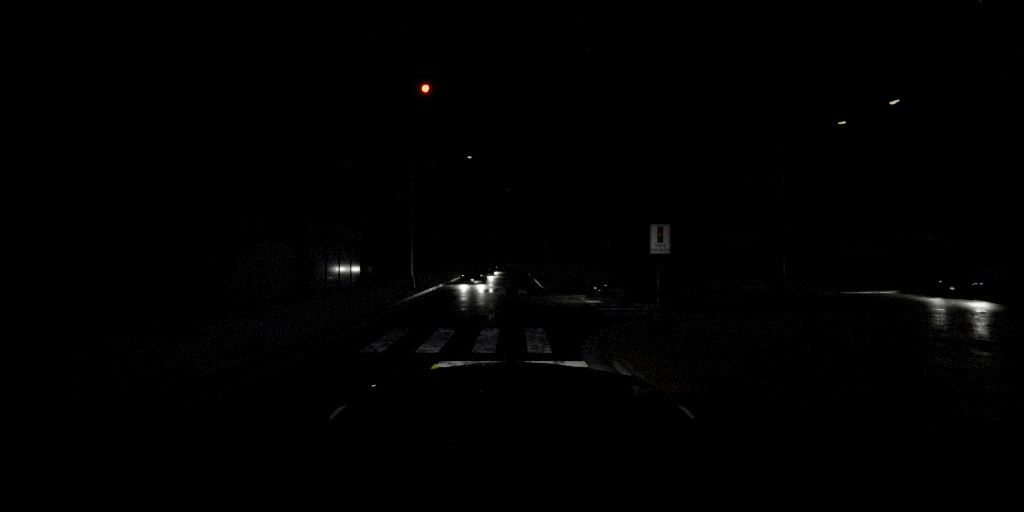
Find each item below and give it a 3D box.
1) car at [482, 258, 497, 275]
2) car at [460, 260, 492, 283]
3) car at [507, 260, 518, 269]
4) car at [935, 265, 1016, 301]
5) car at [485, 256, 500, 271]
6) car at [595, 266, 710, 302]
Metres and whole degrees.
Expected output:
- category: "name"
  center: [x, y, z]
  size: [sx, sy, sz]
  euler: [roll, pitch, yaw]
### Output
- category: "car"
  center: [-2.875, 1.268, 38.451]
  size: [1.837, 1.490, 4.892]
  euler: [0, 0, 0]
- category: "car"
  center: [-2.883, 1.303, 28.043]
  size: [2.033, 1.411, 5.357]
  euler: [0, 0, -1]
- category: "car"
  center: [0.066, 1.333, 57.574]
  size: [2.033, 1.411, 5.357]
  euler: [0, 0, -1]
- category: "car"
  center: [21.932, 1.146, 15.965]
  size: [4.674, 1.442, 1.812]
  euler: [0, 0, 0]
- category: "car"
  center: [-2.873, 0.996, 48.973]
  size: [2.150, 2.045, 5.566]
  euler: [0, 0, 0]
- category: "car"
  center: [6.257, 1.208, 16.298]
  size: [4.892, 1.490, 1.837]
  euler: [0, 0, 5]
